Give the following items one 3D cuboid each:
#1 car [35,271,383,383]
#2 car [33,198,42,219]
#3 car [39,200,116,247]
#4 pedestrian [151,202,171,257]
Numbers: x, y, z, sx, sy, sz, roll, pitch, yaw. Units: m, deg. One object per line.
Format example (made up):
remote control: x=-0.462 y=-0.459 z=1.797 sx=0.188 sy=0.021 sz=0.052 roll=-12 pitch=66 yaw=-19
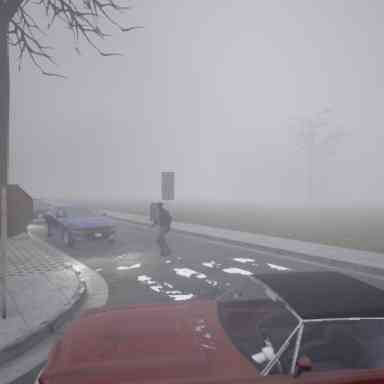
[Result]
car: x=0.932 y=1.594 z=3.389 sx=4.718 sy=1.301 sz=1.895 roll=0 pitch=0 yaw=-8
car: x=-10.737 y=1.172 z=22.410 sx=1.812 sy=1.442 sz=4.674 roll=0 pitch=1 yaw=-36
car: x=-4.919 y=1.278 z=14.316 sx=1.882 sy=1.535 sz=5.008 roll=0 pitch=1 yaw=-36
pedestrian: x=-0.967 y=1.167 z=10.739 sx=0.375 sy=1.860 sz=0.375 roll=1 pitch=0 yaw=-36
